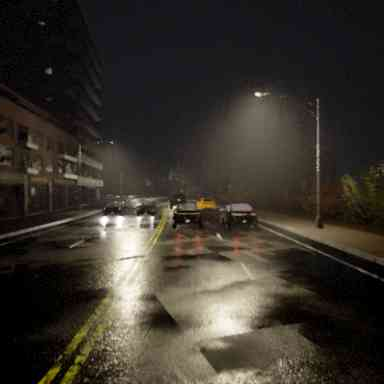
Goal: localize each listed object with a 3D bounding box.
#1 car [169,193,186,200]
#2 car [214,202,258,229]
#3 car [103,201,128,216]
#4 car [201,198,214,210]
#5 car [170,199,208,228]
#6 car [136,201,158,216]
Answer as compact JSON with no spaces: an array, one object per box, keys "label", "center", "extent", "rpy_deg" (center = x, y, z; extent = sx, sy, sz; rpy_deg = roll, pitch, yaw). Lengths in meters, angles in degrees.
[{"label":"car","center":[-1.958,1.213,46.321],"extent":[2.150,2.045,5.566],"rpy_deg":[0,0,-5]},{"label":"car","center":[2.908,1.476,21.374],"extent":[2.128,1.511,4.902],"rpy_deg":[0,0,-2]},{"label":"car","center":[-7.690,1.634,33.697],"extent":[1.895,1.301,4.718],"rpy_deg":[0,0,-4]},{"label":"car","center":[1.738,1.455,40.489],"extent":[1.882,1.535,5.008],"rpy_deg":[0,0,-4]},{"label":"car","center":[-0.350,1.493,22.003],"extent":[2.128,1.511,4.902],"rpy_deg":[0,0,-2]},{"label":"car","center":[-4.375,1.563,32.859],"extent":[2.033,1.411,5.357],"rpy_deg":[0,0,-3]}]
